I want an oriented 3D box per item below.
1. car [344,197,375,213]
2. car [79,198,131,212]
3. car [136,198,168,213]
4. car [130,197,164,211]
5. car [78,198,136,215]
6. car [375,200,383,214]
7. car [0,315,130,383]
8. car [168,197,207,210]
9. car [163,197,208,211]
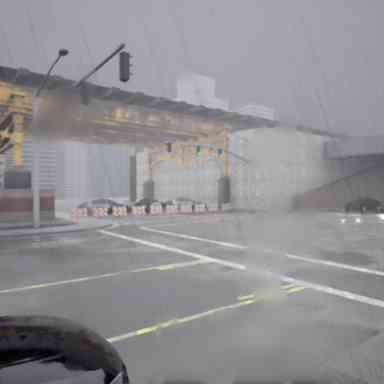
[{"bbox_3d":[17.987,1.317,35.014,5.008,1.535,1.882,0,0,-37],"label":"car"},{"bbox_3d":[-8.492,1.241,32.506,4.536,1.218,1.853,0,0,8],"label":"car"},{"bbox_3d":[-4.704,1.377,35.197,2.038,1.542,4.974,0,0,18],"label":"car"},{"bbox_3d":[-4.689,1.219,35.246,1.853,1.218,4.536,0,0,18],"label":"car"},{"bbox_3d":[-8.440,1.398,32.500,4.974,1.542,2.038,0,0,8],"label":"car"},{"bbox_3d":[20.349,1.385,32.415,5.357,1.411,2.033,0,0,-37],"label":"car"},{"bbox_3d":[-2.729,1.497,1.826,4.902,1.511,2.128,0,0,-35],"label":"car"},{"bbox_3d":[-0.858,1.195,38.962,4.536,1.218,1.853,0,0,-7],"label":"car"},{"bbox_3d":[-0.806,1.352,38.970,4.974,1.542,2.038,0,0,-7],"label":"car"}]
